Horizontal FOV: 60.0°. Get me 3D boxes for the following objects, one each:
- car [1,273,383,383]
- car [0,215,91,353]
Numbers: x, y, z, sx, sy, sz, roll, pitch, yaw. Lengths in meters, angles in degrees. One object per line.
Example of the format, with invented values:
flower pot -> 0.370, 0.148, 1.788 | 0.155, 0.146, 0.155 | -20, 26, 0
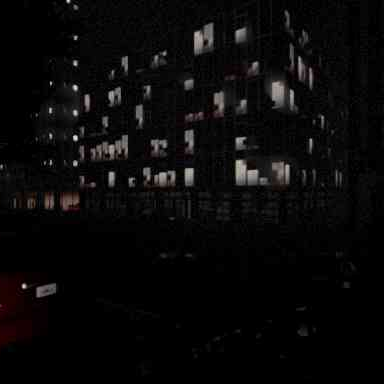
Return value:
car -> 0.729, 1.566, 2.357 | 4.313, 1.339, 1.947 | 0, 0, 35
car -> -3.770, 1.318, 5.561 | 5.009, 1.841, 2.192 | 0, 0, 35
